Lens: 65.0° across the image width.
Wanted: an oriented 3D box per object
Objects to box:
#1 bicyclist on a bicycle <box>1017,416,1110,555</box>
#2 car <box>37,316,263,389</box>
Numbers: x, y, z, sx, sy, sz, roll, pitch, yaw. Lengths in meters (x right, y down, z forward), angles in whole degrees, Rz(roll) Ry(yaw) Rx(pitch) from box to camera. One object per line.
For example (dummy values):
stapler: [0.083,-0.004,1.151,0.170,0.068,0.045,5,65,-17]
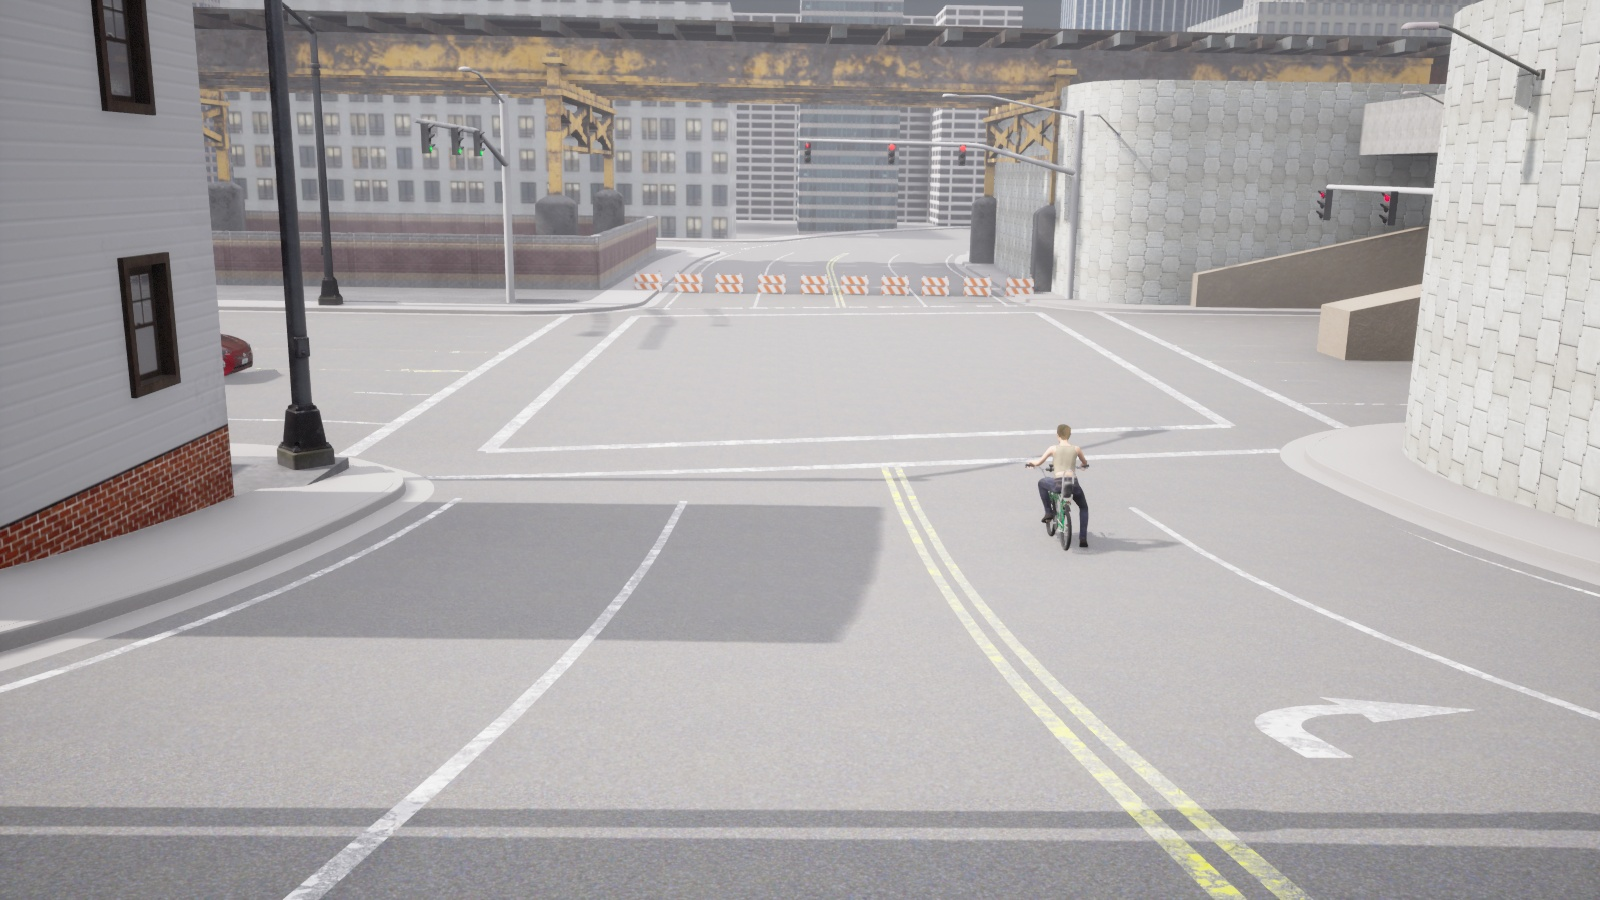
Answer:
bicyclist on a bicycle: [3.455,0.432,16.596,0.866,1.612,1.509,0,7,0]
car: [-16.279,-2.487,31.648,4.514,1.525,2.007,0,12,0]
